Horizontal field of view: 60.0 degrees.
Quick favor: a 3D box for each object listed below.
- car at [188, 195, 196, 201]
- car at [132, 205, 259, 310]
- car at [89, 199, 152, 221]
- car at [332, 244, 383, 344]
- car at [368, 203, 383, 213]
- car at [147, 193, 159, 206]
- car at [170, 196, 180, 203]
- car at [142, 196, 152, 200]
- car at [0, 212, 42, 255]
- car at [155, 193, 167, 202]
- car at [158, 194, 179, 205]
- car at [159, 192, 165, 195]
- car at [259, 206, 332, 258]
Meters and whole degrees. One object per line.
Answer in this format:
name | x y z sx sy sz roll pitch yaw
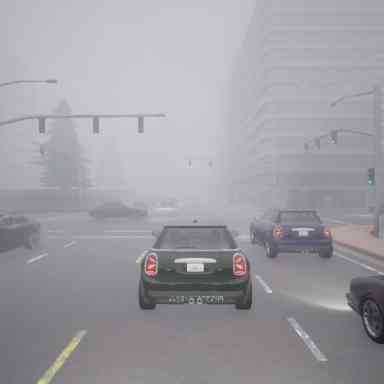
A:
car | 0.000 1.525 81.125 2.128 1.511 4.902 0 0 0
car | 0.071 1.352 7.988 2.097 1.767 4.553 0 0 0
car | -5.860 1.513 26.675 4.674 1.442 1.812 0 0 0
car | 3.599 1.547 3.351 2.033 1.411 5.357 0 0 0
car | 19.936 1.492 32.455 5.357 1.411 2.033 0 0 -18
car | -7.089 1.352 54.508 2.097 1.767 4.553 0 0 0
car | -3.500 1.595 71.100 1.895 1.301 4.718 0 0 0
car | -7.100 1.601 45.613 1.895 1.301 4.718 0 0 0
car | -6.986 1.491 11.433 2.128 1.511 4.902 0 0 1
car | -7.000 1.225 74.567 2.150 2.045 5.566 0 0 0
car | -3.597 1.491 51.082 2.128 1.511 4.902 0 0 0
car | -7.048 1.221 63.922 2.150 2.045 5.566 0 0 1
car | 3.587 1.352 12.827 2.097 1.767 4.553 0 0 0
